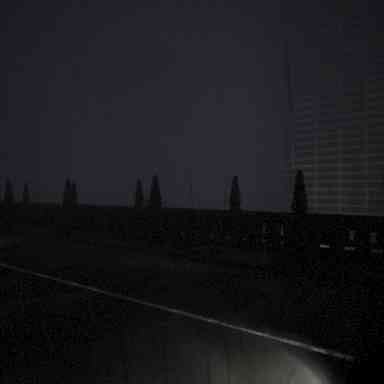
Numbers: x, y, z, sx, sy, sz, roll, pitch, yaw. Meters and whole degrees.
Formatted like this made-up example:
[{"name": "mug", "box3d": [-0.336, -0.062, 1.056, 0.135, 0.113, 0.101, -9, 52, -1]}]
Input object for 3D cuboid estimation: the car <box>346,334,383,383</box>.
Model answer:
[{"name": "car", "box3d": [3.543, 1.554, 1.464, 5.357, 1.411, 2.033, 0, 0, 36]}]
